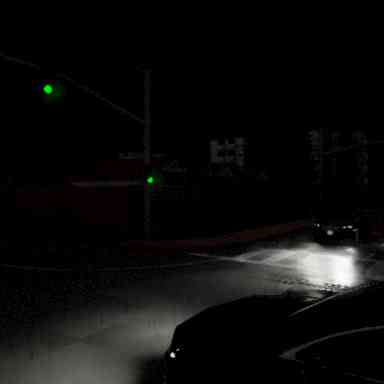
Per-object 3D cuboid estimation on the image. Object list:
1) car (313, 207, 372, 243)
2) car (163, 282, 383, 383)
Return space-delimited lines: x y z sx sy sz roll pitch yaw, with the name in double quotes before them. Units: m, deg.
"car" 7.464 1.492 16.321 2.128 1.511 4.902 0 0 38
"car" 1.965 1.506 2.591 4.892 1.490 1.837 0 0 35
